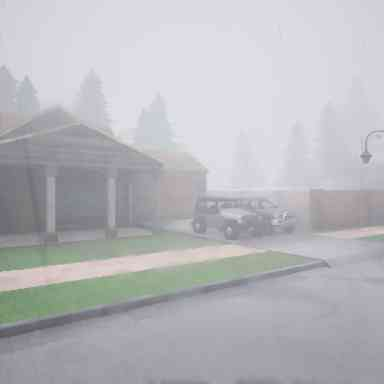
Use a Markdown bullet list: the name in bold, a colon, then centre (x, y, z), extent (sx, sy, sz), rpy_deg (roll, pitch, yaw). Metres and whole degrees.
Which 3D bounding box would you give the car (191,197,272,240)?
- **car**: centre (1.596, 1.176, 15.971), extent (1.905, 1.878, 3.866), rpy_deg (0, 0, -36)

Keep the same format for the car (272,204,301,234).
- **car**: centre (3.415, 1.174, 17.749), extent (1.932, 1.855, 4.605), rpy_deg (0, 0, -36)
